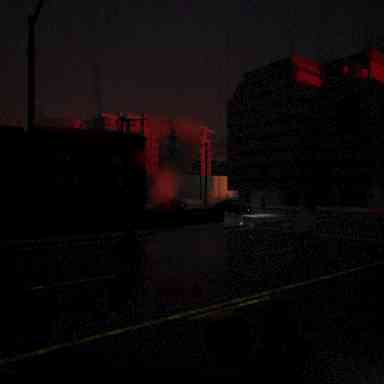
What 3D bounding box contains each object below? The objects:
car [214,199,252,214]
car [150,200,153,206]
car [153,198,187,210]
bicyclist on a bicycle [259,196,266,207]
[{"bbox_3d":[4.208,1.526,34.961,1.812,1.442,4.674,0,0,-37],"label":"car"},{"bbox_3d":[-4.893,1.601,52.910,1.895,1.301,4.718,0,0,-37],"label":"car"},{"bbox_3d":[-2.635,1.491,43.888,2.128,1.511,4.902,0,0,-37],"label":"car"},{"bbox_3d":[9.718,1.303,45.827,1.656,1.620,0.582,0,0,-37],"label":"bicyclist on a bicycle"}]
